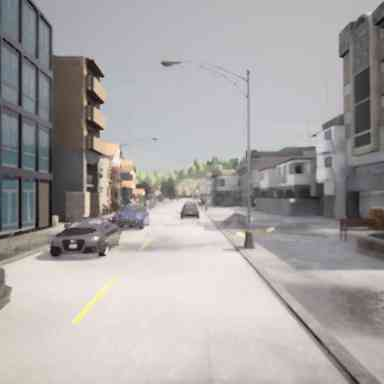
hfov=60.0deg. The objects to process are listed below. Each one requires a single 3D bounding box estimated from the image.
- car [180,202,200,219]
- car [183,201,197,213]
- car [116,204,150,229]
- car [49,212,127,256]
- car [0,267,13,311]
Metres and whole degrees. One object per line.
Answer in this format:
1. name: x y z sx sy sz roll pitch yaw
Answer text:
1. car: -0.202 1.998 34.402 1.994 1.385 4.181 0 -1 0
2. car: -0.305 2.060 46.162 1.882 1.535 5.008 0 -1 0
3. car: -4.283 1.667 23.945 2.097 1.767 4.553 0 -1 0
4. car: -4.207 1.751 13.776 1.994 1.385 4.181 0 -1 0
5. car: -4.118 1.607 3.642 2.033 1.411 5.357 0 -1 -1
